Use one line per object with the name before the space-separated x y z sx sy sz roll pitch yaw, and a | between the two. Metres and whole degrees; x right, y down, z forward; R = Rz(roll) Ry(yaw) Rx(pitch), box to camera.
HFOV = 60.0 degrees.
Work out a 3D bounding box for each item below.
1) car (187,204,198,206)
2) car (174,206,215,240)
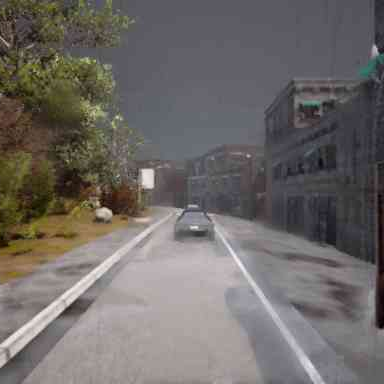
car | 0.065 2.098 38.260 1.812 1.442 4.674 0 -2 -1
car | 0.104 1.614 17.260 1.994 1.385 4.181 0 -1 0
